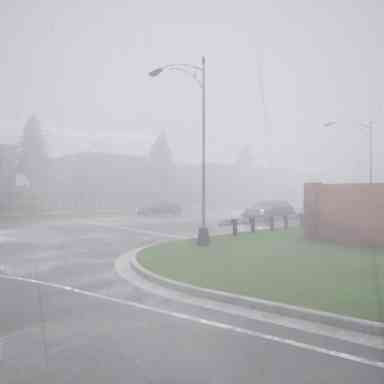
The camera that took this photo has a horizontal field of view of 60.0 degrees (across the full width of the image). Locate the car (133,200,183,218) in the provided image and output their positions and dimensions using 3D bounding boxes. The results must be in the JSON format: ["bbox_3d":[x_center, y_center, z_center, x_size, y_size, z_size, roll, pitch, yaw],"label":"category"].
[{"bbox_3d":[-3.051,1.491,30.511,4.902,1.511,2.128,0,0,-42],"label":"car"}]

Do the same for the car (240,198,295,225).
[{"bbox_3d":[5.496,1.352,24.101,4.553,1.767,2.097,0,0,-42],"label":"car"}]

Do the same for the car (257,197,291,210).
[{"bbox_3d":[10.644,1.477,43.050,5.008,1.535,1.882,0,0,-42],"label":"car"}]
